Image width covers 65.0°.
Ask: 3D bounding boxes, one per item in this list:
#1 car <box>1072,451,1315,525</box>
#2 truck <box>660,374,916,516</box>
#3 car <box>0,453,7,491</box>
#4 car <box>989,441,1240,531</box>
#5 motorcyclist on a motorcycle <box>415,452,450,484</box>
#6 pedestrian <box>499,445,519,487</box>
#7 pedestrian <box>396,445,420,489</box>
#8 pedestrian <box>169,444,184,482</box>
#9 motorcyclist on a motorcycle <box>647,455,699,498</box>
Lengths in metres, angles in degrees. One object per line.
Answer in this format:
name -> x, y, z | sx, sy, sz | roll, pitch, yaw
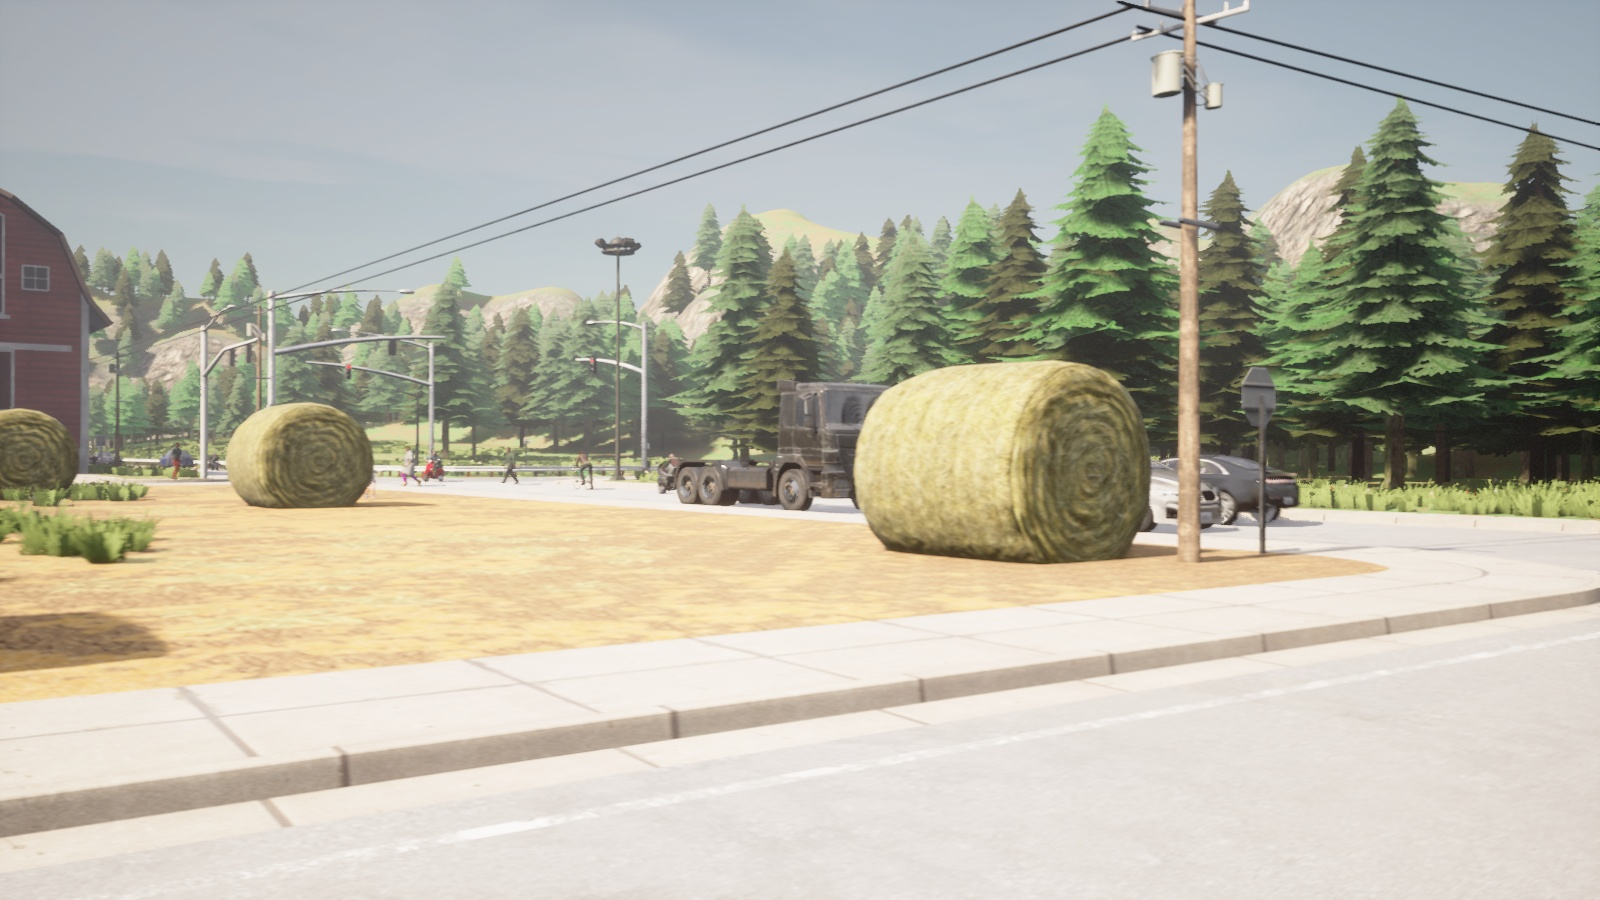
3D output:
car -> 8.771, 0.787, 28.398 | 2.128, 1.511, 4.902 | 0, 0, -37
truck -> -0.567, -0.117, 34.806 | 2.891, 3.462, 7.936 | 0, 0, -38
car -> -33.986, 0.889, 49.376 | 4.514, 1.525, 2.007 | 0, 0, -39
car -> 6.356, 0.674, 25.829 | 2.242, 1.667, 4.611 | 0, 0, -37
motorcyclist on a motorcycle -> -18.601, 0.918, 63.636 | 0.866, 1.590, 1.817 | 1, 0, 16
pedestrian -> -13.588, 0.747, 58.607 | 0.788, 1.949, 0.423 | 0, 0, -36
pedestrian -> -17.448, 0.746, 55.895 | 0.873, 1.952, 0.659 | 0, 0, -39
pedestrian -> -30.233, 0.628, 60.869 | 0.614, 1.847, 0.353 | 0, 0, 24
motorcyclist on a motorcycle -> -4.651, 0.937, 45.838 | 0.866, 1.530, 2.191 | 0, 0, -38
